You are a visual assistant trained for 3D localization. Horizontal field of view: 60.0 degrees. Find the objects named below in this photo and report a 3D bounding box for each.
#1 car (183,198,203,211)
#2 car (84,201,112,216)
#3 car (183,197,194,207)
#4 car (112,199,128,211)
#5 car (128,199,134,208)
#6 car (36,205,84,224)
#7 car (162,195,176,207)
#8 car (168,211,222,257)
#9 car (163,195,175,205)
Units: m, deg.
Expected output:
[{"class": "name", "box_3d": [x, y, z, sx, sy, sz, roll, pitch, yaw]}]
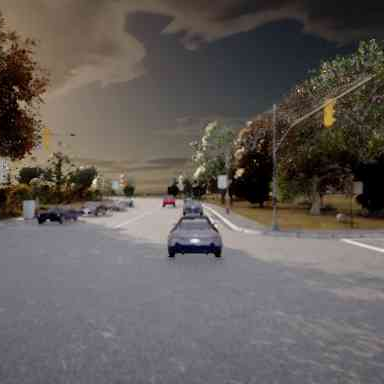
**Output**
[{"class": "car", "box_3d": [0.088, 1.625, 36.018, 2.097, 1.767, 4.553, 0, 0, 0]}, {"class": "car", "box_3d": [-10.579, 1.764, 35.840, 2.128, 1.511, 4.902, 0, 0, 0]}, {"class": "car", "box_3d": [-0.727, 1.835, 62.195, 1.882, 1.535, 5.008, 0, 0, -4]}, {"class": "car", "box_3d": [-10.586, 1.922, 45.796, 1.895, 1.301, 4.718, 0, 0, -1]}, {"class": "car", "box_3d": [-10.894, 1.874, 56.076, 1.812, 1.442, 4.674, 0, 0, -2]}, {"class": "car", "box_3d": [-10.602, 1.809, 26.737, 1.895, 1.301, 4.718, 0, 0, 0]}, {"class": "car", "box_3d": [-3.947, 1.573, 57.509, 2.150, 2.045, 5.566, 0, 0, -3]}, {"class": "car", "box_3d": [0.100, 1.669, 13.475, 1.994, 1.385, 4.181, 0, 0, 0]}, {"class": "car", "box_3d": [-4.738, 1.586, 68.255, 2.150, 2.045, 5.566, 0, 0, -7]}]
